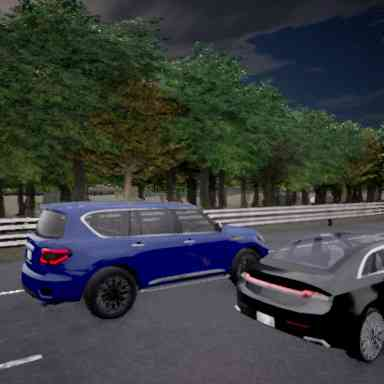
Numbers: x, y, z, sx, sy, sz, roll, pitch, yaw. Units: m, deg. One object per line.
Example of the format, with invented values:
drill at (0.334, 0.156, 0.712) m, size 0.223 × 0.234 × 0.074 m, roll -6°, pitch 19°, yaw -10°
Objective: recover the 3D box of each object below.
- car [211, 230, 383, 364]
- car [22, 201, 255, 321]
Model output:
car at (2.956, 1.475, 5.852) m, size 4.902 × 1.511 × 2.128 m, roll 0°, pitch 0°, yaw -35°
car at (-0.730, 1.211, 7.521) m, size 5.566 × 2.045 × 2.150 m, roll 0°, pitch 0°, yaw -35°
